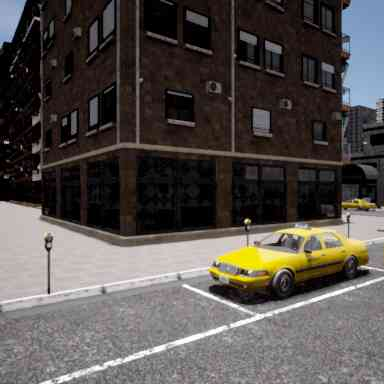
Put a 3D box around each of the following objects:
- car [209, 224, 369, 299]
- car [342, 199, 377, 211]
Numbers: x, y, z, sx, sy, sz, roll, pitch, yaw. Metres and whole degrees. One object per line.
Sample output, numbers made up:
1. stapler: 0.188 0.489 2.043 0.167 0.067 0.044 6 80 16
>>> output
1. car: 2.638 1.525 8.454 4.829 1.417 1.752 0 0 -36
2. car: 19.289 1.467 39.688 1.752 1.417 4.829 0 0 -35
